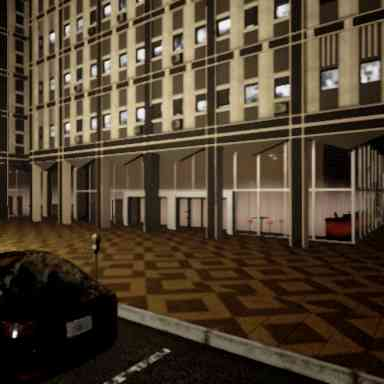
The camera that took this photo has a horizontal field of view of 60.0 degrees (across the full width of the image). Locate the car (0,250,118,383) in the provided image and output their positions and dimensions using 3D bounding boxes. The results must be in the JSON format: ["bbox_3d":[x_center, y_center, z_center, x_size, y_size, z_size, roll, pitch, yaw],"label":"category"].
[{"bbox_3d":[-2.969,1.558,4.995,4.313,1.339,1.947,0,0,35],"label":"car"}]
